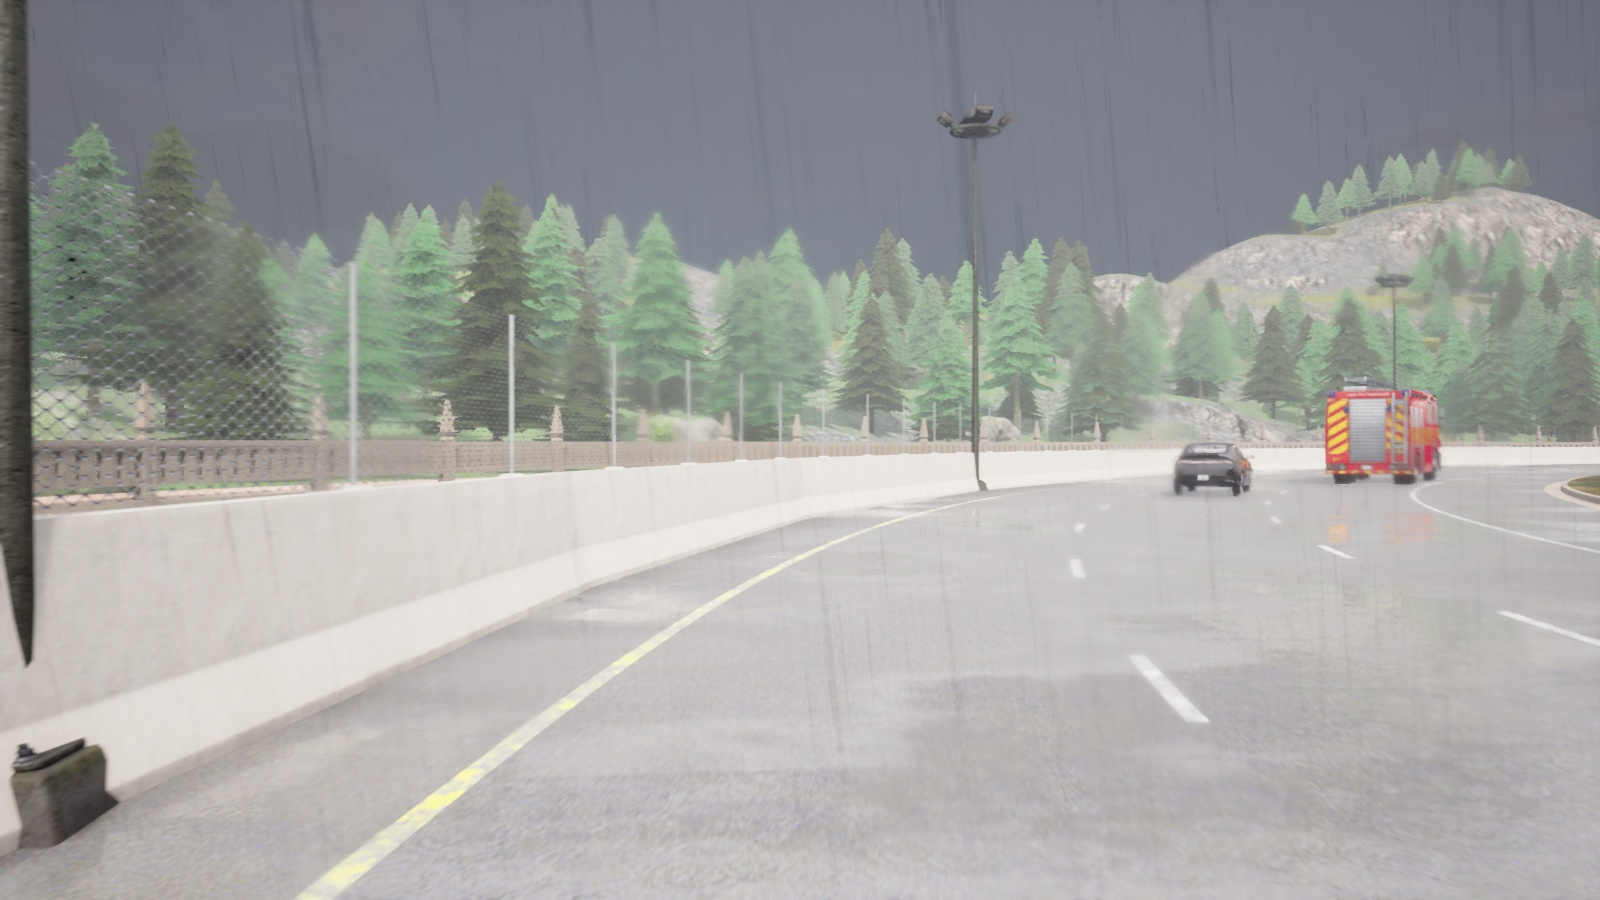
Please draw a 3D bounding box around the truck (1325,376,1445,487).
[{"bbox_3d":[22.400,-0.656,47.806,2.891,3.827,8.468,0,0,34],"label":"truck"}]

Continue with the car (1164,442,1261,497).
[{"bbox_3d":[12.184,0.512,36.873,2.128,1.511,4.902,0,0,25],"label":"car"}]
